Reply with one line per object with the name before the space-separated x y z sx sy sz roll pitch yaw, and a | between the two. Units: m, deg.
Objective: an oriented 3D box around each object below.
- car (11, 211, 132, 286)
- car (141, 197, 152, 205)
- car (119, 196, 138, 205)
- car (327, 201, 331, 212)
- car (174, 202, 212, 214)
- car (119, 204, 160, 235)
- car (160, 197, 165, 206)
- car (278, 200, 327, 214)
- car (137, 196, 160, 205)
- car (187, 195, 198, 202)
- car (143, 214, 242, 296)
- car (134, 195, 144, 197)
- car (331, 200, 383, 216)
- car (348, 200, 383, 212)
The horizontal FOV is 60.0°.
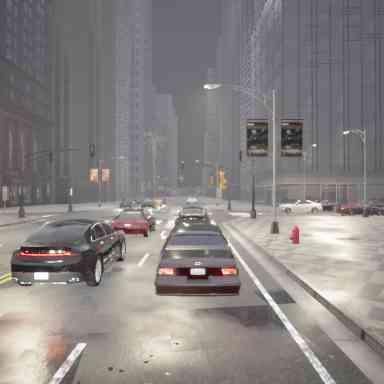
car | -3.145 1.516 9.381 1.837 1.490 4.892 0 0 0
car | -9.705 1.906 71.129 1.812 1.442 4.674 0 0 0
car | -9.842 1.734 50.763 1.837 1.490 4.892 0 0 -2
car | 15.210 1.663 38.779 4.313 1.339 1.947 0 0 -1
car | 0.059 1.543 18.534 1.837 1.490 4.892 0 0 1
car | -3.138 1.601 18.282 1.994 1.385 4.181 0 0 0
car | -6.532 1.648 60.157 2.097 1.767 4.553 0 0 0
car | 11.658 1.602 35.968 4.674 1.442 1.812 0 -1 -1
car | -6.562 1.778 50.875 2.033 1.411 5.357 0 0 0
car | 0.049 1.637 74.812 2.150 2.045 5.566 0 0 0
car | 0.112 1.557 8.796 2.033 1.411 5.357 0 0 0
car | -9.779 1.522 60.783 2.150 2.045 5.566 0 0 0
car | 15.335 1.577 30.256 4.206 1.307 1.802 0 0 -1
car | 20.850 1.644 38.863 4.313 1.339 1.947 0 0 -1
